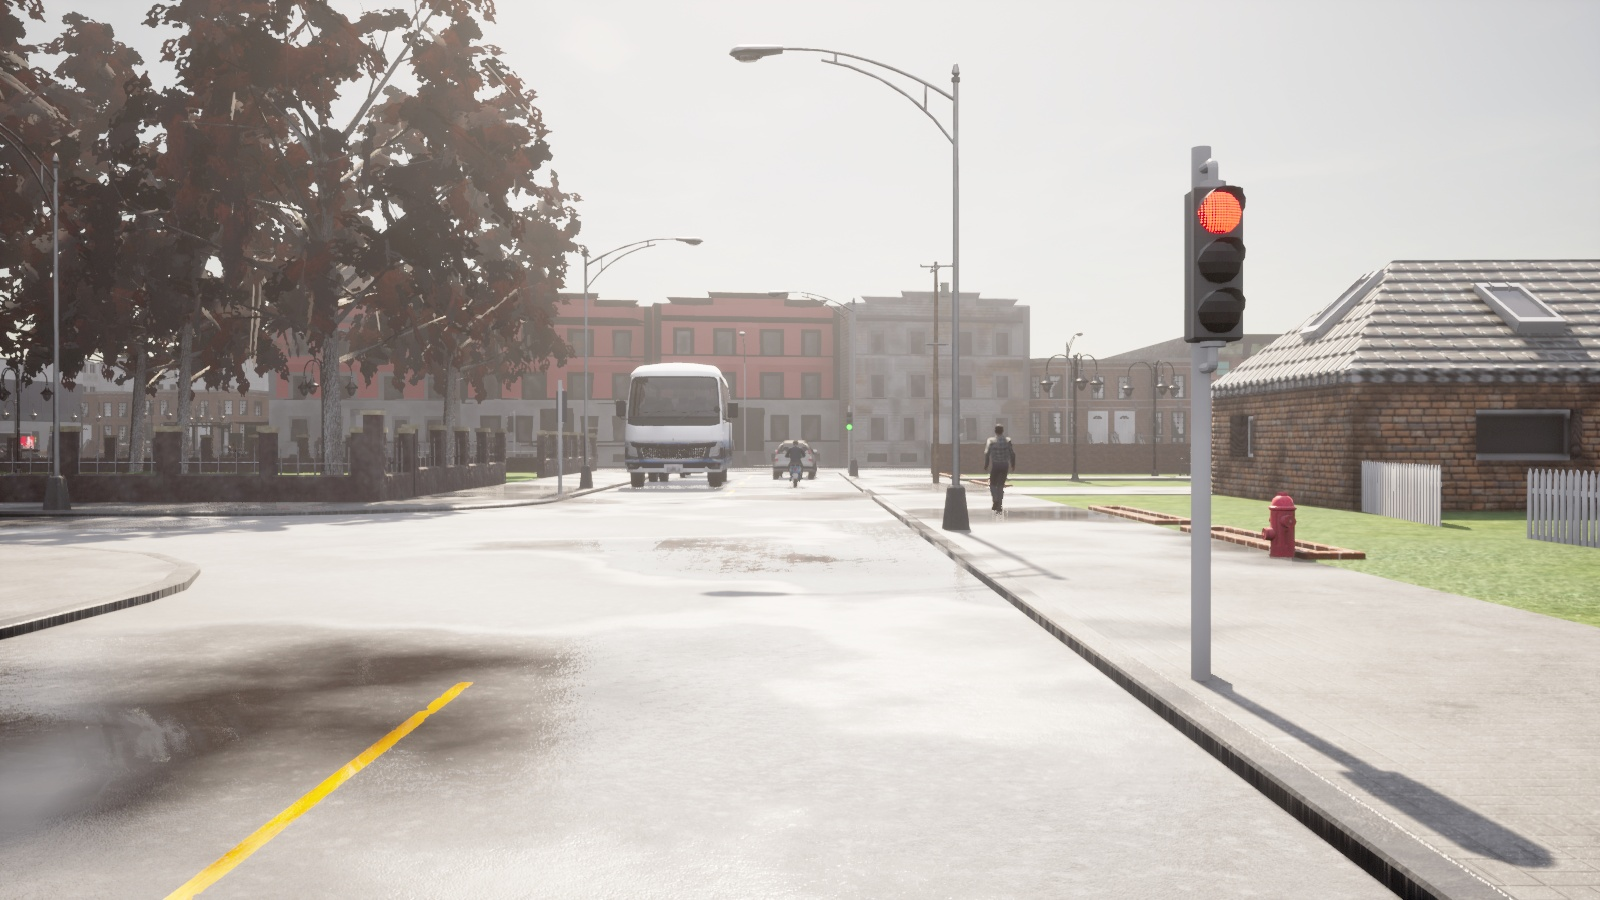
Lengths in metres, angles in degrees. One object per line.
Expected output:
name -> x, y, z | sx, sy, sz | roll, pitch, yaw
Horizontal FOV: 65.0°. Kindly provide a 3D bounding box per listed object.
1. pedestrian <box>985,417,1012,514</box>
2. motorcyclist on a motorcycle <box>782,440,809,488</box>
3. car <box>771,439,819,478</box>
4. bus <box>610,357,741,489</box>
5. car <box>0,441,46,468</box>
pedestrian -> 4.029, 0.312, 25.510 | 0.423, 1.949, 0.788 | 0, 0, -1
motorcyclist on a motorcycle -> -0.139, 0.459, 42.797 | 0.866, 1.590, 1.817 | 0, 0, 1
car -> -0.190, 0.343, 53.426 | 1.851, 1.617, 3.988 | 0, 0, 2
bus -> -4.227, -0.889, 45.382 | 3.944, 4.253, 10.273 | 0, 0, -1
car -> -46.793, 0.255, 72.736 | 4.902, 1.511, 2.128 | 0, 0, 0
